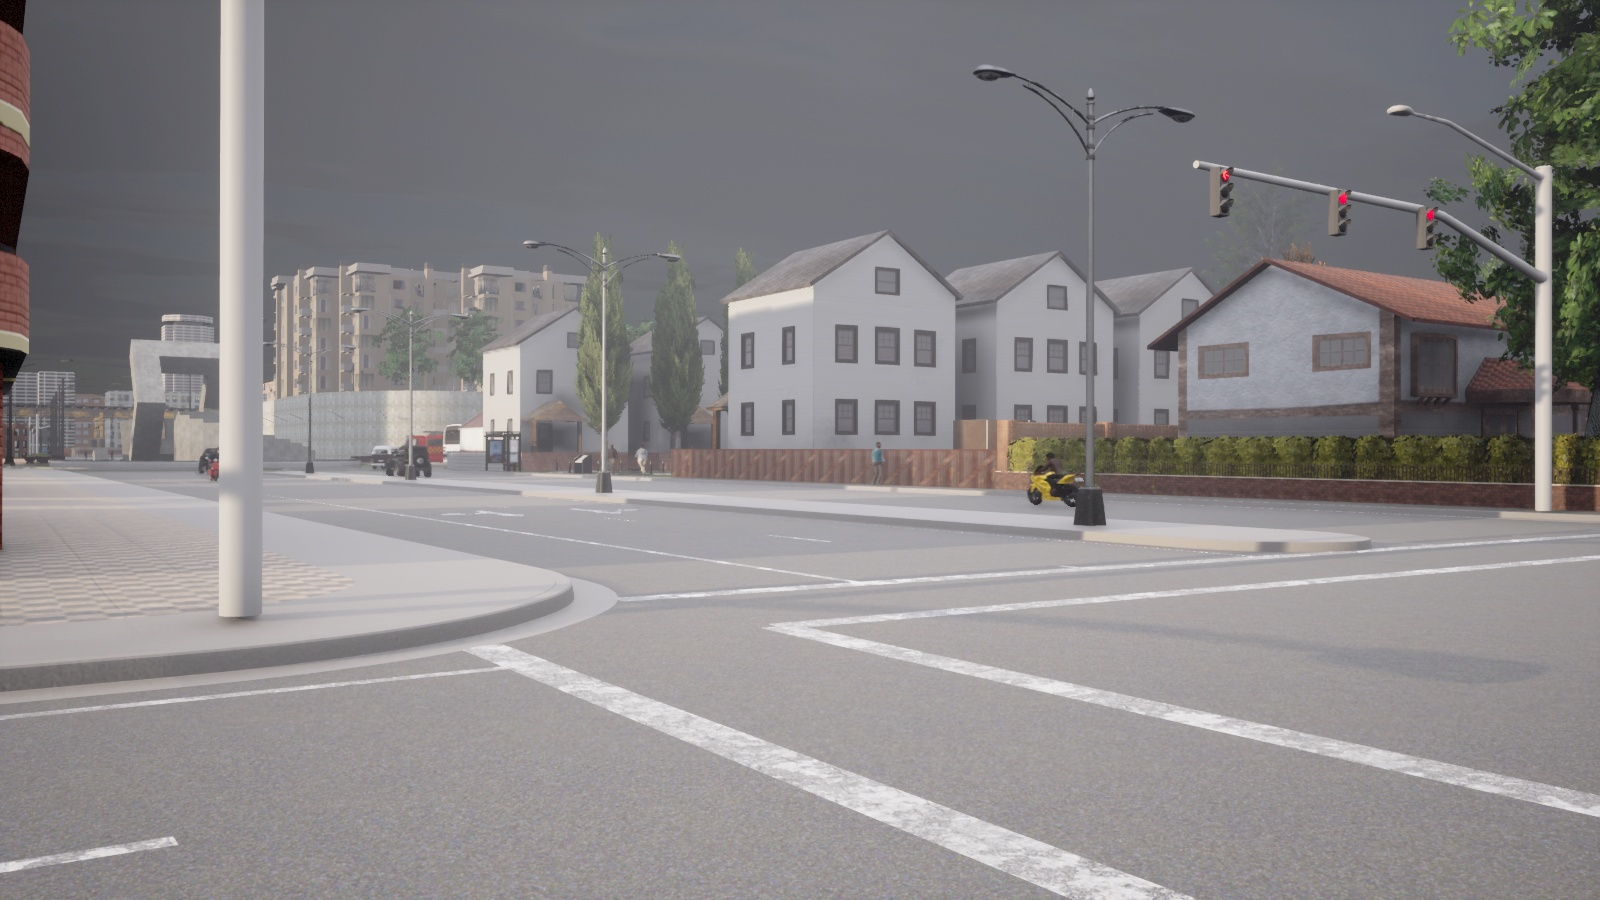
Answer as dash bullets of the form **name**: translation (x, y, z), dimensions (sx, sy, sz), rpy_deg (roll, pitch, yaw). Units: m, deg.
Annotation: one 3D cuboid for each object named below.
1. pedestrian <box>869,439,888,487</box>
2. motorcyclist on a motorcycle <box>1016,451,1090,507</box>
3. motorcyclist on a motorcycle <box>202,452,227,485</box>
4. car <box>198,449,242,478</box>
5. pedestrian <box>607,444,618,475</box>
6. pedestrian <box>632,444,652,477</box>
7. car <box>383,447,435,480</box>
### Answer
- **pedestrian**: translation (3.186, 0.518, 50.957), dimensions (0.396, 1.930, 0.692), rpy_deg (0, 0, -34)
- **motorcyclist on a motorcycle**: translation (7.057, 0.798, 35.111), dimensions (0.797, 1.523, 2.044), rpy_deg (0, 0, -33)
- **motorcyclist on a motorcycle**: translation (-29.416, 0.915, 63.099), dimensions (0.866, 1.590, 1.817), rpy_deg (0, 0, -33)
- **car**: translation (-38.313, 0.846, 82.891), dimensions (1.932, 1.855, 4.605), rpy_deg (0, 0, -34)
- **pedestrian**: translation (-11.284, 0.564, 75.563), dimensions (0.431, 1.840, 0.703), rpy_deg (0, 0, 17)
- **pedestrian**: translation (-8.935, 0.588, 71.148), dimensions (0.874, 1.855, 0.900), rpy_deg (0, 0, -28)
- **car**: translation (-23.260, 0.773, 74.642), dimensions (1.905, 1.878, 3.866), rpy_deg (0, 0, -33)
